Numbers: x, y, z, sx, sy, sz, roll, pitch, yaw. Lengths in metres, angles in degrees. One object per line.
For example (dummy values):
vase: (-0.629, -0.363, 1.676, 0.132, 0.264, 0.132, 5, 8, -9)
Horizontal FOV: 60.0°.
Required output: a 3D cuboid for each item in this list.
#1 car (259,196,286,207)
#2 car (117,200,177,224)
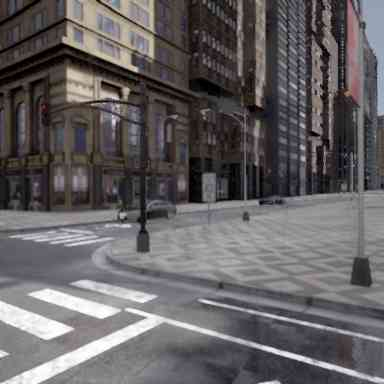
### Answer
car: (10.039, 1.136, 41.587, 1.895, 1.301, 4.718, 0, 1, 36)
car: (-3.061, 1.324, 23.305, 2.128, 1.511, 4.902, 0, 1, 36)
